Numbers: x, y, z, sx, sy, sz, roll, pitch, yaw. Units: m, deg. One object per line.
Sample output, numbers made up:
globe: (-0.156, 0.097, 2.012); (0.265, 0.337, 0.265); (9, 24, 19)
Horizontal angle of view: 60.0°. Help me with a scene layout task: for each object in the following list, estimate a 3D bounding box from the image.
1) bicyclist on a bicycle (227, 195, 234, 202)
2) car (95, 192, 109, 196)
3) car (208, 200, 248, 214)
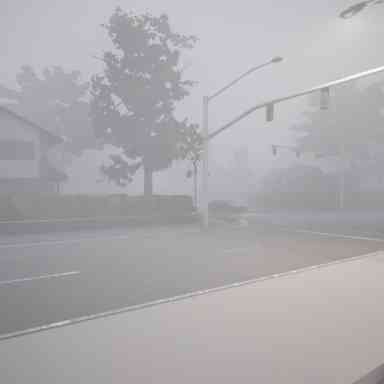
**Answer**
bicyclist on a bicycle: (5.913, 1.302, 51.108); (1.656, 1.620, 0.582); (0, 0, -36)
car: (-20.412, 1.048, 75.266); (2.150, 2.045, 5.566); (0, 0, -36)
car: (3.613, 1.547, 36.546); (2.033, 1.411, 5.357); (0, 0, -36)
